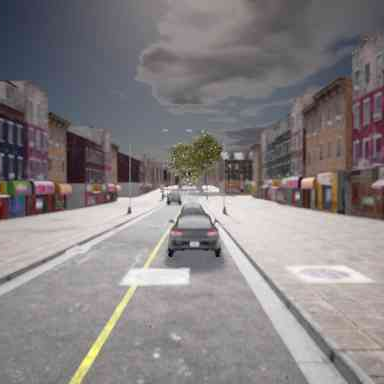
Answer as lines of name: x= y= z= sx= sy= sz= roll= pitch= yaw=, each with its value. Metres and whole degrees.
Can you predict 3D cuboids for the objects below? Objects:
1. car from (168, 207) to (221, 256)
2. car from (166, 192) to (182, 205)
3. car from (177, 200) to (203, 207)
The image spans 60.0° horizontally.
car: x=0.072 y=1.499 z=12.873 sx=1.812 sy=1.442 sz=4.674 roll=0 pitch=0 yaw=0
car: x=-2.805 y=0.965 z=52.490 sx=2.150 sy=2.045 sz=5.566 roll=0 pitch=1 yaw=0
car: x=0.052 y=1.536 z=26.383 sx=1.895 sy=1.301 sz=4.718 roll=0 pitch=0 yaw=1
